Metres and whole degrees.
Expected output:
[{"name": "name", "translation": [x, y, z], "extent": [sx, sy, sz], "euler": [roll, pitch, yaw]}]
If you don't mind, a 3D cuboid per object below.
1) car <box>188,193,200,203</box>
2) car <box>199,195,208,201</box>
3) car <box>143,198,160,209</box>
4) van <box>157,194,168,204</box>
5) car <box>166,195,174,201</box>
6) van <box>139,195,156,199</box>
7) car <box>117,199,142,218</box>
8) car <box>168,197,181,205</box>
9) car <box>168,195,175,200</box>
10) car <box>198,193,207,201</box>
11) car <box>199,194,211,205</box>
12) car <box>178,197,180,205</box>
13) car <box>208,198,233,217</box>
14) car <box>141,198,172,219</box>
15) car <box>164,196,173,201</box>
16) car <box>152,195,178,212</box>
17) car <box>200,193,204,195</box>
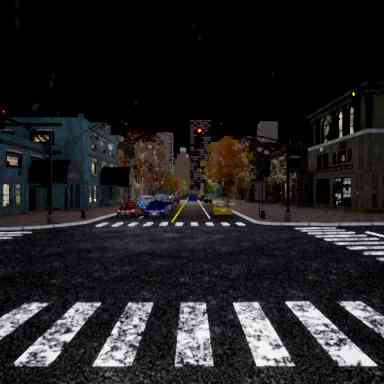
[{"name": "car", "translation": [0.109, 1.463, 70.776], "extent": [1.882, 1.535, 5.008], "euler": [0, 0, 0]}, {"name": "car", "translation": [2.736, 1.527, 80.260], "extent": [1.887, 1.381, 4.507], "euler": [-1, 0, 0]}, {"name": "car", "translation": [-5.665, 1.535, 46.988], "extent": [1.887, 1.381, 4.507], "euler": [0, 0, 0]}, {"name": "van", "translation": [-5.656, 1.328, 63.626], "extent": [1.690, 1.788, 3.998], "euler": [0, 0, 0]}, {"name": "car", "translation": [-5.642, 1.525, 85.812], "extent": [1.887, 1.381, 4.507], "euler": [0, 0, 0]}, {"name": "van", "translation": [-5.669, 1.333, 41.441], "extent": [1.690, 1.788, 3.998], "euler": [0, 0, 0]}, {"name": "car", "translation": [-5.674, 1.576, 30.348], "extent": [1.802, 1.307, 4.206], "euler": [0, 0, 0]}, {"name": "car", "translation": [-3.029, 1.589, 58.035], "extent": [1.895, 1.301, 4.718], "euler": [0, 0, 0]}, {"name": "car", "translation": [-5.639, 1.561, 91.358], "extent": [1.802, 1.307, 4.206], "euler": [0, 0, 0]}, {"name": "car", "translation": [2.737, 1.296, 85.807], "extent": [2.192, 1.841, 5.009], "euler": [-1, 0, 0]}, {"name": "car", "translation": [2.723, 1.539, 58.075], "extent": [2.008, 1.369, 4.403], "euler": [-1, 0, 0]}, {"name": "car", "translation": [-3.064, 1.554, 47.925], "extent": [1.994, 1.385, 4.181], "euler": [0, 0, 0]}, {"name": "car", "translation": [2.706, 1.520, 30.513], "extent": [1.752, 1.417, 4.829], "euler": [-1, 0, 0]}, {"name": "car", "translation": [-3.099, 1.520, 29.602], "extent": [1.812, 1.442, 4.674], "euler": [0, 0, 0]}, {"name": "car", "translation": [-5.645, 1.548, 80.265], "extent": [1.947, 1.339, 4.313], "euler": [0, 0, 0]}, {"name": "car", "translation": [-3.076, 1.484, 38.801], "extent": [2.128, 1.511, 4.902], "euler": [0, 0, 0]}, {"name": "car", "translation": [2.732, 1.550, 74.714], "extent": [1.947, 1.339, 4.313], "euler": [-1, 0, 0]}]
